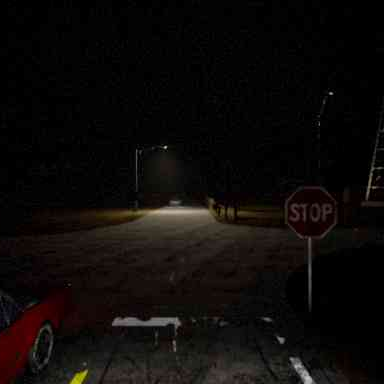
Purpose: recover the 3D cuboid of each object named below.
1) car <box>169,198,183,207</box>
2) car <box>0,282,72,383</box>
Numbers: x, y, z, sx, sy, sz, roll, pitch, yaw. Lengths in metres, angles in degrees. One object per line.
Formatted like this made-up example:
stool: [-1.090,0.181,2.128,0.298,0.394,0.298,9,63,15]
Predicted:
car: [-2.632,1.665,53.646,1.812,1.442,4.674,0,1,0]
car: [-2.747,1.607,2.813,1.895,1.301,4.718,0,0,0]
